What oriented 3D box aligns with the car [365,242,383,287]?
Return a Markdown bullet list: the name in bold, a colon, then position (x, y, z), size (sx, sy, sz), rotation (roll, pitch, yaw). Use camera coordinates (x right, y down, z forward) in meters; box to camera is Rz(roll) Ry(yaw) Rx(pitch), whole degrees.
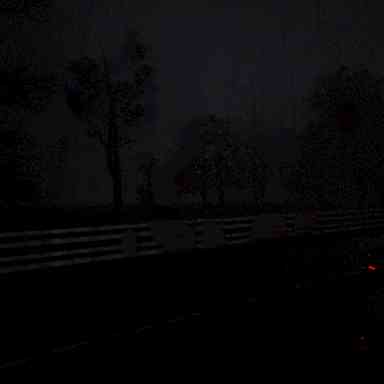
- **car**: position (5.922, 1.490, 7.853), size (4.674, 1.442, 1.812), rotation (0, 0, -35)
